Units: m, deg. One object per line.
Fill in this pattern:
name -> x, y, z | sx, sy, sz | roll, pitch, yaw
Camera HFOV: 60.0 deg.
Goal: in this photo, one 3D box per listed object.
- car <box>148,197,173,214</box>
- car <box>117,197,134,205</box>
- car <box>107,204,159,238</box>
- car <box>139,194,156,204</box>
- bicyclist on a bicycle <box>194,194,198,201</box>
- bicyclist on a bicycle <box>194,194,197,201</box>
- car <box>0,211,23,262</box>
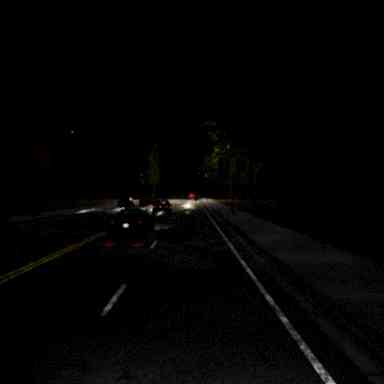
car -> -3.156, 1.575, 35.855 | 2.033, 1.411, 5.357 | 0, 0, 0
car -> -9.842, 1.536, 49.665 | 2.128, 1.511, 4.902 | 0, 0, 0
car -> -3.154, 1.573, 17.841 | 1.994, 1.385, 4.181 | 0, 0, 0
car -> -6.594, 1.267, 50.133 | 2.150, 2.045, 5.566 | 0, 0, 0
bicyclist on a bicycle -> 0.873, 1.526, 75.614 | 0.866, 1.612, 1.509 | 0, 0, 0
bicyclist on a bicycle -> 0.875, 1.477, 84.613 | 0.659, 1.776, 1.843 | 0, 0, 0
car -> -6.603, 1.354, 9.039 | 2.097, 1.767, 4.553 | 0, 0, 0
